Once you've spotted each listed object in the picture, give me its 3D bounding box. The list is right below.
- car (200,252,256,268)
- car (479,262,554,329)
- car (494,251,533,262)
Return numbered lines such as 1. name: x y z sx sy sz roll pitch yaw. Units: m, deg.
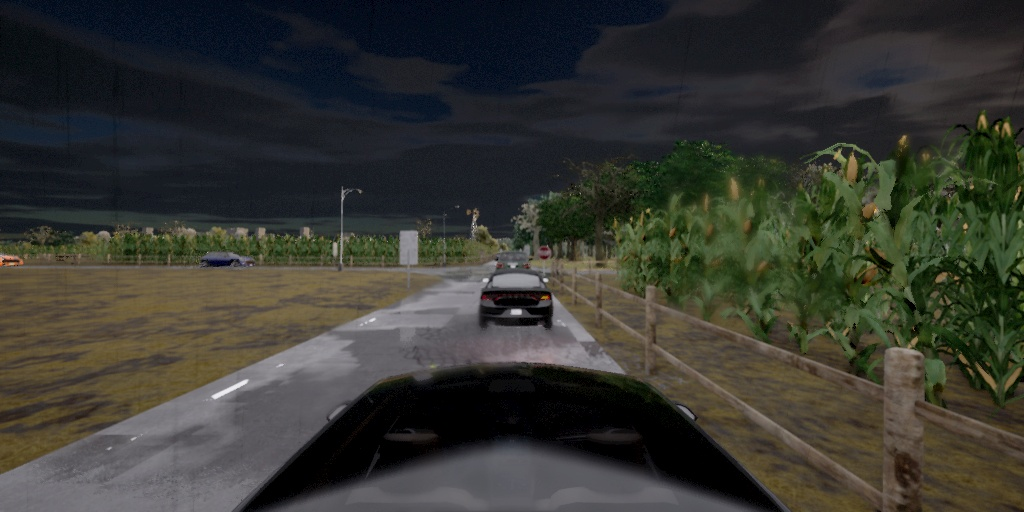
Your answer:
1. car: -28.859 0.350 36.566 4.553 1.767 2.097 0 0 0
2. car: 0.109 1.111 10.762 1.882 1.535 5.008 0 1 0
3. car: 0.203 0.688 23.732 2.150 2.045 5.566 0 1 3
